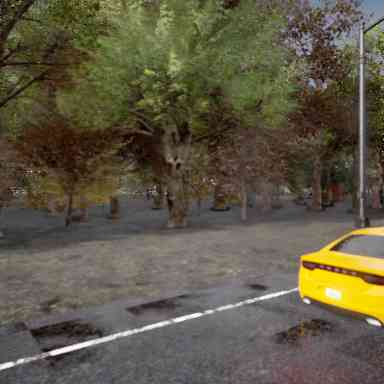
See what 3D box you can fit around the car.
[{"bbox_3d":[4.281,1.453,6.681,5.008,1.535,1.882,0,0,-35],"label":"car"}]
